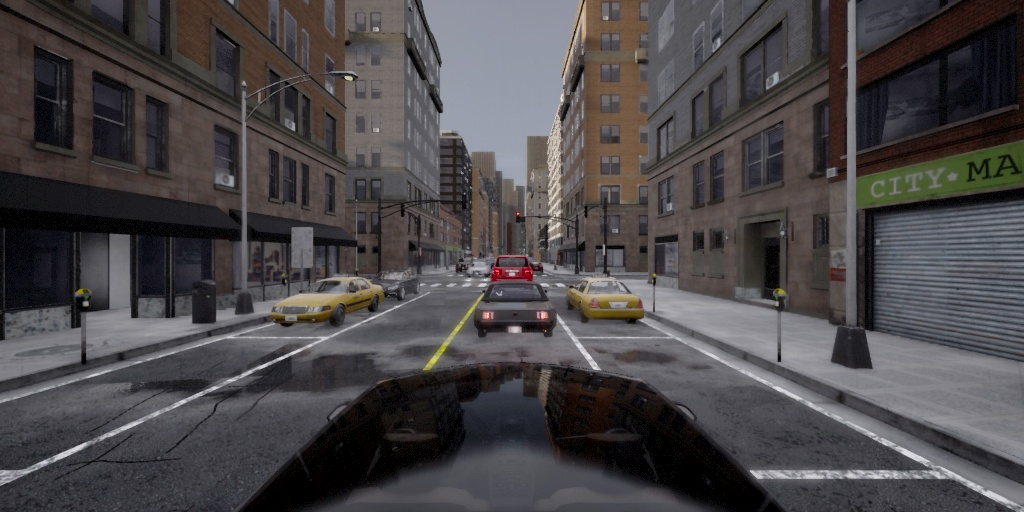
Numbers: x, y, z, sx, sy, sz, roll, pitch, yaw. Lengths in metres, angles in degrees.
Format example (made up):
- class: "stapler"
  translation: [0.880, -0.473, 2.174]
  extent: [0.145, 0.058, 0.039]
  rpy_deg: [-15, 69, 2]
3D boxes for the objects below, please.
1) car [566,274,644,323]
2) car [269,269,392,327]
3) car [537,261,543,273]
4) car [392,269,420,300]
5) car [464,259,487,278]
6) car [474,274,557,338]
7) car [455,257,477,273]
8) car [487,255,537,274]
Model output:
- class: "car"
  translation: [2.860, 1.276, 11.947]
  extent: [1.751, 1.417, 4.829]
  rpy_deg: [0, 0, 0]
- class: "car"
  translation: [-5.666, 1.276, 11.610]
  extent: [1.751, 1.417, 4.829]
  rpy_deg: [0, 0, 0]
- class: "car"
  translation: [2.869, 1.308, 44.076]
  extent: [1.888, 1.381, 4.507]
  rpy_deg: [0, 0, 0]
- class: "car"
  translation: [-5.664, 1.302, 17.305]
  extent: [2.007, 1.370, 4.403]
  rpy_deg: [0, 0, 0]
- class: "car"
  translation: [-3.092, 1.276, 33.642]
  extent: [1.812, 1.442, 4.674]
  rpy_deg: [0, 0, 0]
- class: "car"
  translation: [0.084, 1.351, 10.187]
  extent: [1.895, 1.301, 4.718]
  rpy_deg: [0, 0, 0]
- class: "car"
  translation: [-5.656, 1.078, 44.079]
  extent: [2.192, 1.841, 5.009]
  rpy_deg: [0, 0, 0]
- class: "car"
  translation: [0.006, 0.974, 19.957]
  extent: [2.150, 2.045, 5.566]
  rpy_deg: [0, 0, 0]
